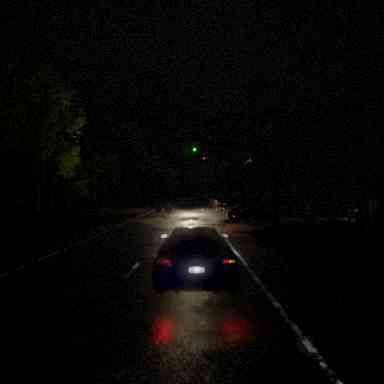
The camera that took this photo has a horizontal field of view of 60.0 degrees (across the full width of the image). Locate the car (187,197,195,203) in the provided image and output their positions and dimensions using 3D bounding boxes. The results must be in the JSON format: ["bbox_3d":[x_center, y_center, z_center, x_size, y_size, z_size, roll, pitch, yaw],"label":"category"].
[{"bbox_3d":[-0.200,2.073,90.812,2.097,1.767,4.553,0,0,0],"label":"car"}]

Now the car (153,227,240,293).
[{"bbox_3d":[0.081,1.640,9.071,1.994,1.385,4.181,0,0,0],"label":"car"}]

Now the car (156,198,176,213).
[{"bbox_3d":[-3.493,1.853,42.795,1.837,1.490,4.892,0,0,0],"label":"car"}]

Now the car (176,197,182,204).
[{"bbox_3d":[-3.687,2.198,84.929,2.128,1.511,4.902,0,0,0],"label":"car"}]

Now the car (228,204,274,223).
[{"bbox_3d":[5.130,1.730,27.830,4.902,1.511,2.128,1,-2,-42],"label":"car"}]

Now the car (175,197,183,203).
[{"bbox_3d":[-3.710,2.272,94.638,2.128,1.511,4.902,0,0,0],"label":"car"}]

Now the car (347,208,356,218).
[{"bbox_3d":[18.465,1.882,34.258,4.553,1.767,2.097,1,-1,0],"label":"car"}]
